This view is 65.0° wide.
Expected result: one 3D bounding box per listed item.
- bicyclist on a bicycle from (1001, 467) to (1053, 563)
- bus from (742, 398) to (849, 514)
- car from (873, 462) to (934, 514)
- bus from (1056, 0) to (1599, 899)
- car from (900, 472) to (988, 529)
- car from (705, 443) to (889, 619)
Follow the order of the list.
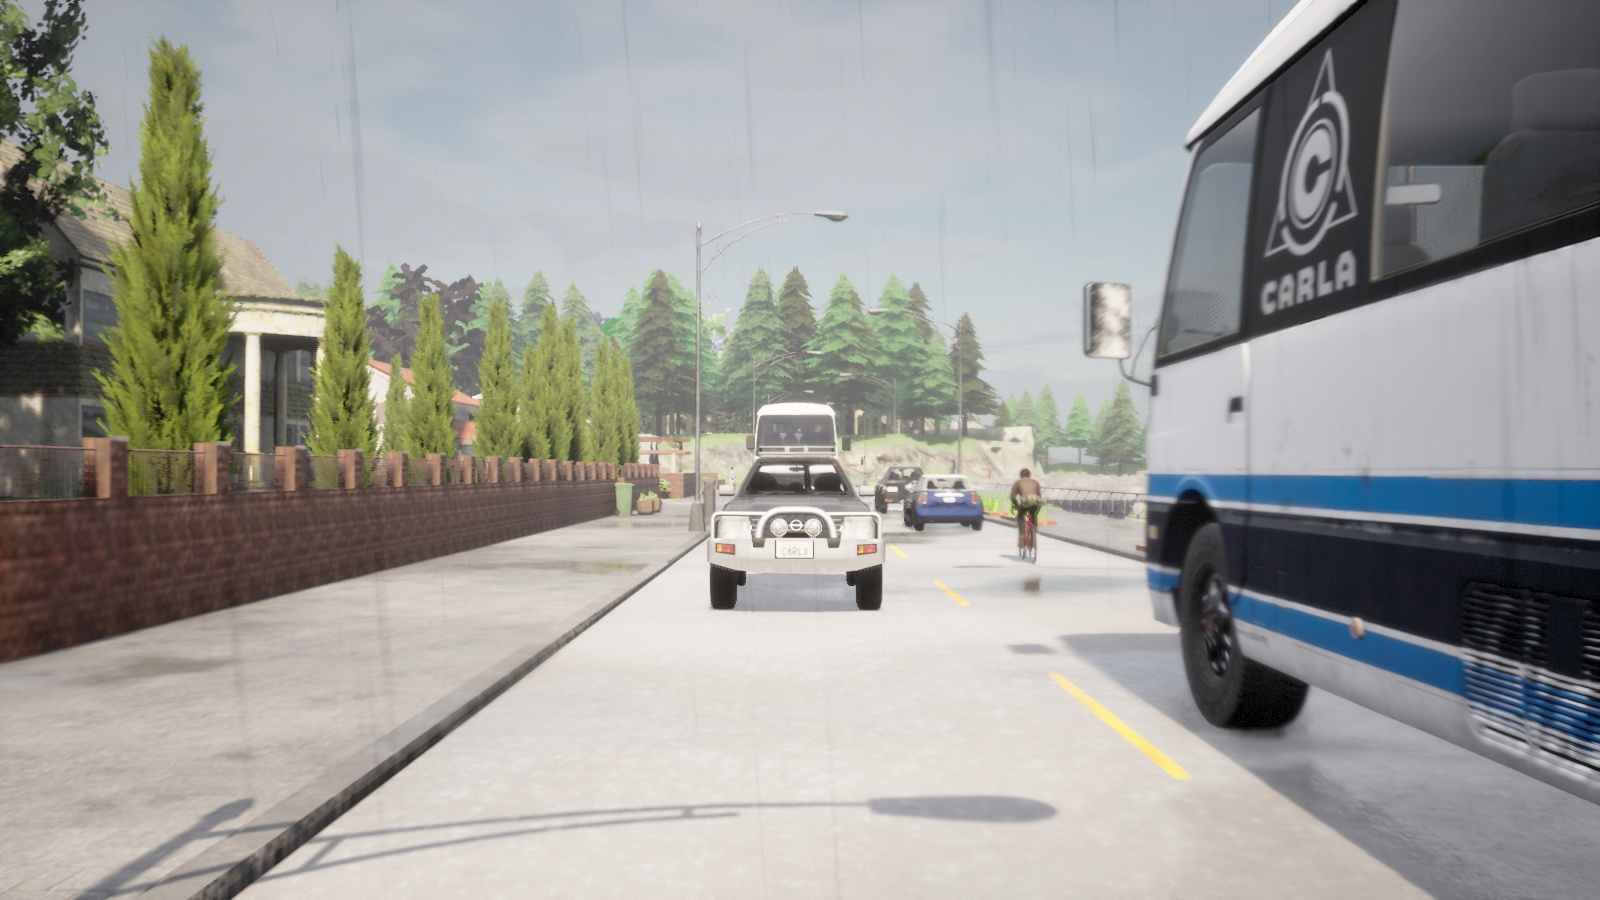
[{"bbox_3d":[3.964,1.120,22.021,0.582,1.620,1.656,0,-1,0],"label":"bicyclist on a bicycle"},{"bbox_3d":[-0.122,0.300,51.511,3.944,4.253,10.273,0,-1,0],"label":"bus"},{"bbox_3d":[3.894,1.416,47.808,1.932,1.855,4.605,0,-1,0],"label":"car"},{"bbox_3d":[3.986,-0.497,4.804,3.944,4.253,10.273,0,-1,0],"label":"bus"},{"bbox_3d":[3.921,1.346,34.786,1.970,1.475,3.806,0,-1,0],"label":"car"},{"bbox_3d":[-0.035,0.892,15.542,1.932,1.855,4.605,0,-1,0],"label":"car"}]
